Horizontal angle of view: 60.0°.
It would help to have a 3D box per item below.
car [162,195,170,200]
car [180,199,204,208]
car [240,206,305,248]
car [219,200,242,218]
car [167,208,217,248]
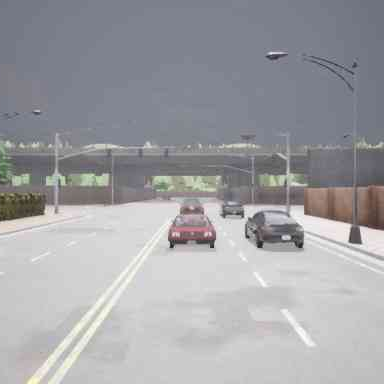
[{"bbox_3d":[-7.000,1.518,91.505,2.128,1.511,4.902,0,0,0],"label":"car"},{"bbox_3d":[0.000,1.365,29.620,2.097,1.767,4.553,0,0,0],"label":"car"},{"bbox_3d":[3.500,1.532,14.650,1.812,1.442,4.674,0,0,0],"label":"car"},{"bbox_3d":[3.500,1.494,29.650,2.128,1.511,4.902,0,0,0],"label":"car"},{"bbox_3d":[0.000,1.615,14.680,1.895,1.301,4.718,0,0,0],"label":"car"}]
